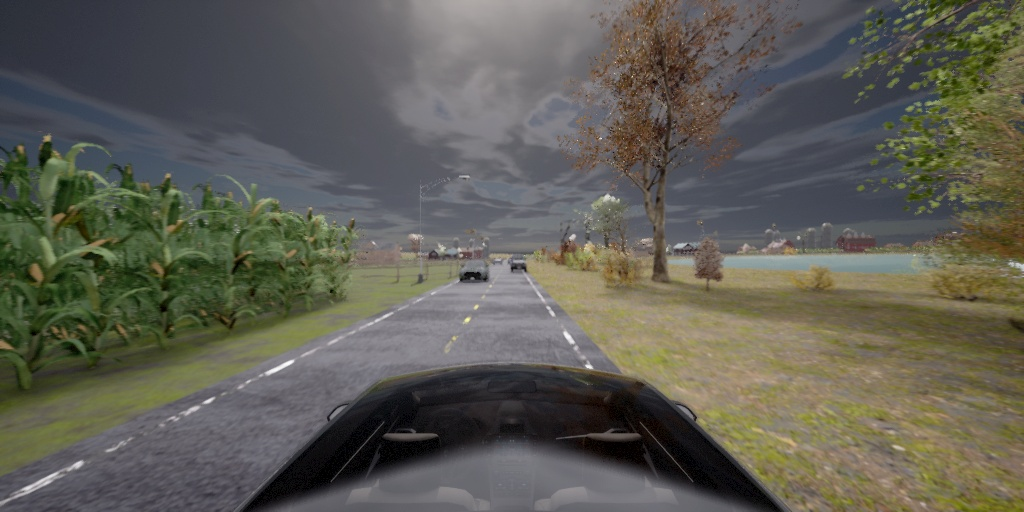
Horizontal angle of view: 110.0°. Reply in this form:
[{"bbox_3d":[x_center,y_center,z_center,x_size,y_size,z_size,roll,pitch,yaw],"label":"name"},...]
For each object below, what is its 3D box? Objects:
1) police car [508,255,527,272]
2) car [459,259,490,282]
[{"bbox_3d":[0.833,1.076,43.865,1.930,1.638,5.238,0,0,0],"label":"police car"},{"bbox_3d":[-2.839,1.031,27.983,2.097,1.767,4.553,0,0,0],"label":"car"}]
